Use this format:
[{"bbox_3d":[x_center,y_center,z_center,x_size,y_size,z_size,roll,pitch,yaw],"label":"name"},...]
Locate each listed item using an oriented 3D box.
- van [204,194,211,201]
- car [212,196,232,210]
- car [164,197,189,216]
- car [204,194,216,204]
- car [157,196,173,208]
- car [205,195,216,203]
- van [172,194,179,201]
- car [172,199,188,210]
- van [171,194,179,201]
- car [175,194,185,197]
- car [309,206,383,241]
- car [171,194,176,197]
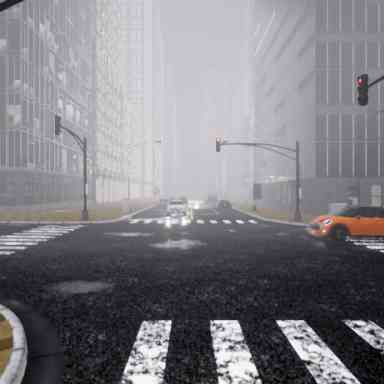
[{"bbox_3d":[3.727,1.316,80.503,1.690,1.788,3.998,0,0,0],"label":"van"},{"bbox_3d":[3.934,1.577,41.811,1.947,1.339,4.313,0,0,0],"label":"car"},{"bbox_3d":[-1.491,1.541,33.049,1.812,1.442,4.674,0,0,0],"label":"car"},{"bbox_3d":[3.795,1.309,63.919,2.192,1.841,5.009,0,0,0],"label":"car"},{"bbox_3d":[-4.018,1.590,47.305,1.802,1.307,4.206,0,0,0],"label":"car"},{"bbox_3d":[3.772,1.428,69.448,1.967,1.590,4.097,0,0,0],"label":"car"},{"bbox_3d":[-4.175,1.310,85.998,1.690,1.788,3.998,0,0,0],"label":"van"},{"bbox_3d":[-1.531,1.611,43.154,1.895,1.301,4.718,0,0,0],"label":"car"},{"bbox_3d":[-4.153,1.316,80.471,1.690,1.788,3.998,0,0,0],"label":"van"},{"bbox_3d":[-1.573,1.507,55.807,1.837,1.490,4.892,0,0,0],"label":"car"},{"bbox_3d":[8.442,1.513,17.048,4.553,1.767,2.097,1,1,-3],"label":"car"},{"bbox_3d":[-4.085,1.560,63.888,1.947,1.339,4.313,0,0,0],"label":"car"}]
